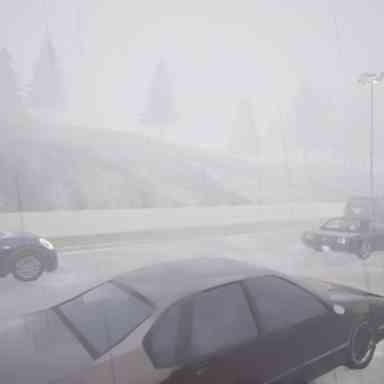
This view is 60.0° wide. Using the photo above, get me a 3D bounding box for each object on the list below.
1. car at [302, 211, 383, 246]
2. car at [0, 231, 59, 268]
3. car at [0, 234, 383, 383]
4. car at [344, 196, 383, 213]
[{"bbox_3d":[6.356,1.618,12.581,4.718,1.301,1.895,0,0,-36],"label":"car"},{"bbox_3d":[-5.769,1.351,8.223,4.553,1.767,2.097,0,0,-36],"label":"car"},{"bbox_3d":[0.313,1.551,3.971,5.357,1.411,2.033,0,0,-36],"label":"car"},{"bbox_3d":[11.667,1.250,20.670,5.566,2.045,2.150,0,0,-36],"label":"car"}]
